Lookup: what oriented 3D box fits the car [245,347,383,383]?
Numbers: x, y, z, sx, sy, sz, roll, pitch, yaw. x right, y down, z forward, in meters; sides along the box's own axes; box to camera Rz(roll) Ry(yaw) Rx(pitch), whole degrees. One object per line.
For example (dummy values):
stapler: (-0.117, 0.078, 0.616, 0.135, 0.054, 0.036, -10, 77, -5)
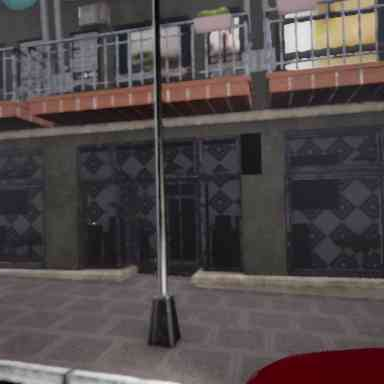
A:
car: (2.584, 1.561, 1.878, 4.674, 1.442, 1.812, 0, -1, 13)
